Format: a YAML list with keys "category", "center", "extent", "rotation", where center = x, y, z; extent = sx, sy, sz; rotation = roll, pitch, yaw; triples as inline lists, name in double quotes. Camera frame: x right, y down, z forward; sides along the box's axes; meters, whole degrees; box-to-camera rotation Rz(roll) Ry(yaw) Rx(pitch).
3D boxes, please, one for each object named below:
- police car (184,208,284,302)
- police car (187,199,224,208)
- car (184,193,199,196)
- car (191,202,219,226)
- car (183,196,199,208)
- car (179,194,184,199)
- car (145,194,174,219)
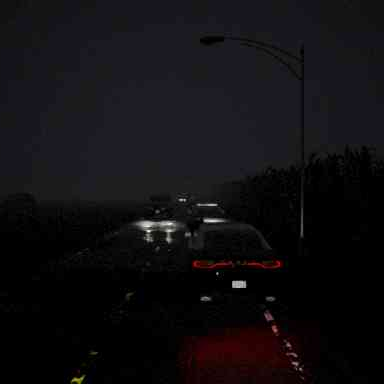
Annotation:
- category: "police car"
  center: [0.835, 1.423, 8.445]
  extent: [1.930, 1.638, 5.238]
  rotation: [0, 0, 0]
- category: "police car"
  center: [0.849, 1.415, 18.444]
  extent: [1.930, 1.638, 5.238]
  rotation: [0, 0, 0]
- category: "car"
  center: [0.079, 1.134, 60.043]
  extent: [2.150, 2.045, 5.566]
  rotation: [0, 0, 0]
- category: "car"
  center: [0.856, 1.509, 24.334]
  extent: [1.812, 1.442, 4.674]
  rotation: [0, 0, 0]
- category: "car"
  center: [0.106, 1.550, 46.078]
  extent: [1.895, 1.301, 4.718]
  rotation: [0, 0, 1]
- category: "car"
  center: [-2.625, 1.268, 94.375]
  extent: [2.128, 1.511, 4.902]
  rotation: [0, 0, 0]
- category: "car"
  center: [-2.712, 1.198, 28.932]
  extent: [2.150, 2.045, 5.566]
  rotation: [0, 0, 0]
